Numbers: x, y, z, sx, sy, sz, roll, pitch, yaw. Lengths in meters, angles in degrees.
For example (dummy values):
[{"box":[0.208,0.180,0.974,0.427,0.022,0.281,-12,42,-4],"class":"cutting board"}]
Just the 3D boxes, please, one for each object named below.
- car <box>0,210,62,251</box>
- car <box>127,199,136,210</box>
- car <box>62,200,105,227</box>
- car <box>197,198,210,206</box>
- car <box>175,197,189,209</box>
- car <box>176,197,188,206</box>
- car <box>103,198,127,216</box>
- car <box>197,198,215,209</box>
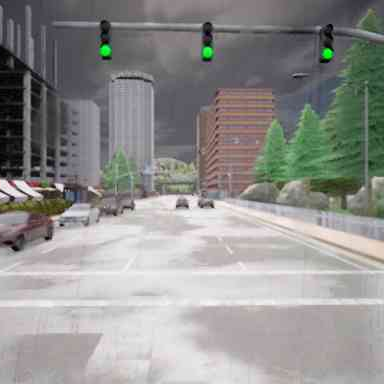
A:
[{"box":[-7.460,1.542,14.255,1.812,1.442,4.674,0,0,-1],"class":"car"},{"box":[-8.300,1.608,42.270,1.994,1.385,4.181,0,0,-2],"class":"car"},{"box":[-7.730,1.551,23.344,1.812,1.442,4.674,0,0,-2],"class":"car"},{"box":[1.843,1.655,55.783,1.895,1.301,4.718,0,0,-2],"class":"car"},{"box":[-1.362,1.647,46.460,1.895,1.301,4.718,0,0,-2],"class":"car"},{"box":[-1.654,1.560,55.642,1.837,1.490,4.892,0,0,-2],"class":"car"},{"box":[-8.010,1.386,32.348,2.097,1.767,4.553,0,0,-2],"class":"car"},{"box":[2.126,1.571,46.889,1.812,1.442,4.674,0,0,-2],"class":"car"}]
